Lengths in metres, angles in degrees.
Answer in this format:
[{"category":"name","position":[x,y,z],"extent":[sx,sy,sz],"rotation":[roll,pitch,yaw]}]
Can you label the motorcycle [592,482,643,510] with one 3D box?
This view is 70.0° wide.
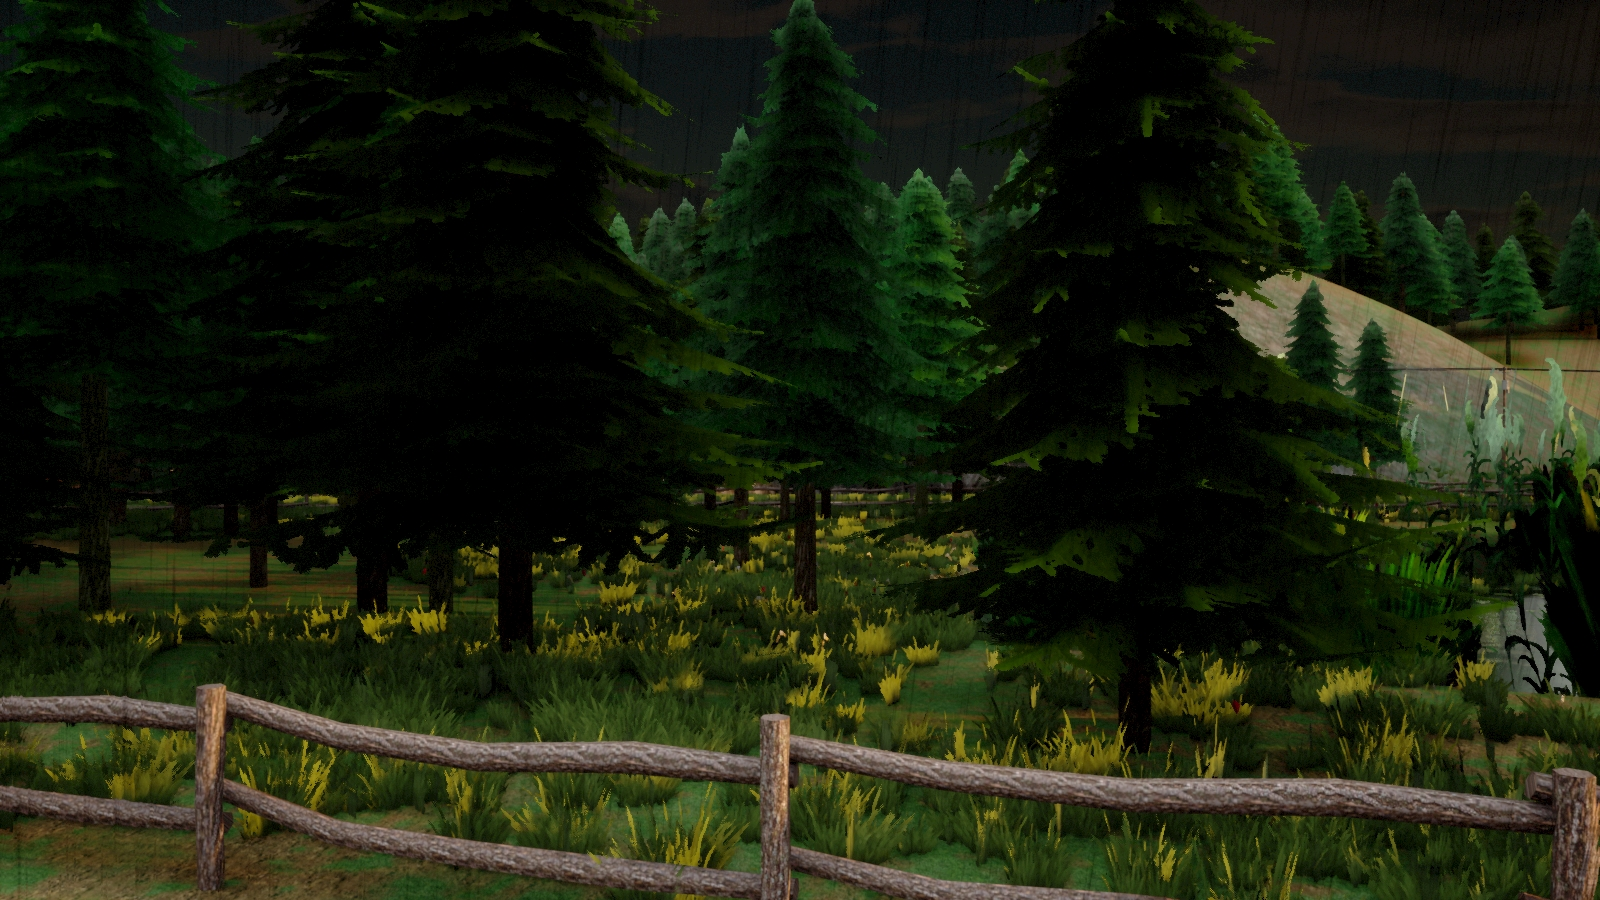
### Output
[{"category":"motorcycle","position":[-8.639,2.178,54.113],"extent":[2.209,1.251,0.867],"rotation":[0,0,14]}]
